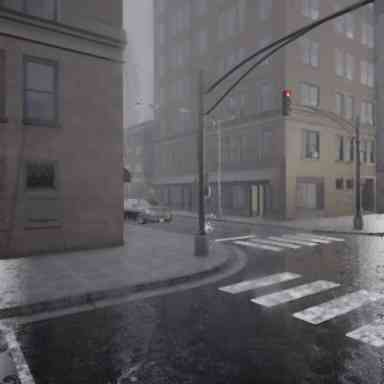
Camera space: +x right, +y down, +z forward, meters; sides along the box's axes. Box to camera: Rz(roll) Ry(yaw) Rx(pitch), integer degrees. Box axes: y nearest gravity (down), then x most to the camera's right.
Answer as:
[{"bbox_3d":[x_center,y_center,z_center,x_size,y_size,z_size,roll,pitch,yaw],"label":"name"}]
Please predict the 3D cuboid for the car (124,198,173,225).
[{"bbox_3d":[-3.178,1.191,22.527,2.097,1.767,4.553,0,0,-36],"label":"car"}]

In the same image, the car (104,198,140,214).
[{"bbox_3d":[-6.974,1.333,32.900,1.994,1.385,4.181,0,0,-36],"label":"car"}]
